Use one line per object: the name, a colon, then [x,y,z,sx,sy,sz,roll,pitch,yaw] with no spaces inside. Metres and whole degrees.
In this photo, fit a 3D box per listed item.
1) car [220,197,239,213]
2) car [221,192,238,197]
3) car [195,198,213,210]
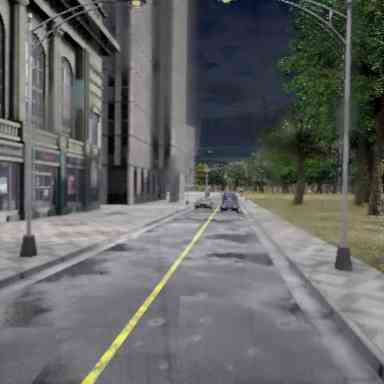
car: [4.037,1.508,35.503,1.895,1.301,4.718,1,0,7]
car: [5.268,1.058,46.466,2.150,2.045,5.566,1,1,7]
car: [1.498,1.394,40.103,1.994,1.385,4.181,1,0,7]
